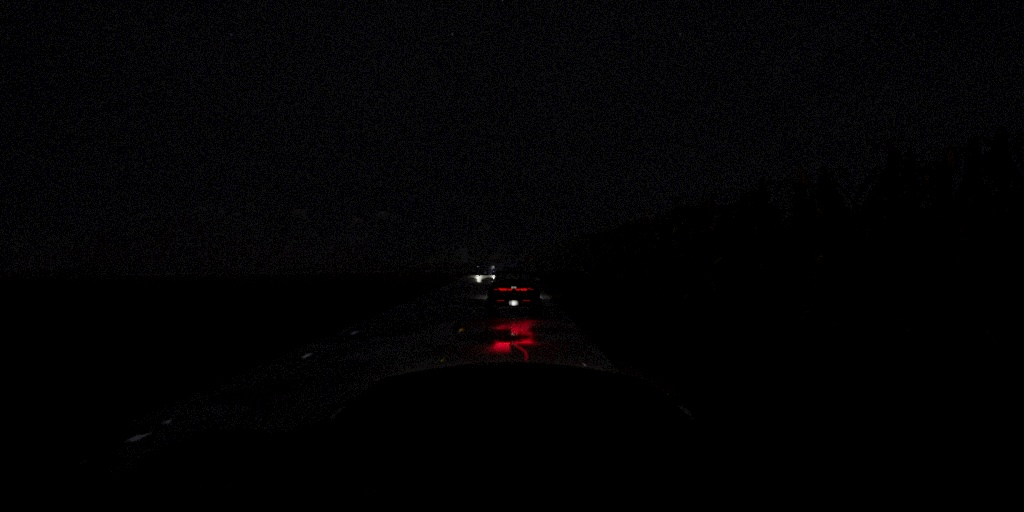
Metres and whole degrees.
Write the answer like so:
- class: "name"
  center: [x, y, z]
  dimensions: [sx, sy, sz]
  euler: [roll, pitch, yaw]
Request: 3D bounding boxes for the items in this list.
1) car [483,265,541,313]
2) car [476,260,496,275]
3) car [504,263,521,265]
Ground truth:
- class: "car"
  center: [0.074, 1.275, 14.114]
  dimensions: [1.837, 1.490, 4.892]
  euler: [0, 0, 0]
- class: "car"
  center: [-2.807, 1.193, 40.065]
  dimensions: [2.097, 1.767, 4.553]
  euler: [0, 0, 0]
- class: "car"
  center: [0.076, 1.291, 28.881]
  dimensions: [2.128, 1.511, 4.902]
  euler: [0, 0, 0]
